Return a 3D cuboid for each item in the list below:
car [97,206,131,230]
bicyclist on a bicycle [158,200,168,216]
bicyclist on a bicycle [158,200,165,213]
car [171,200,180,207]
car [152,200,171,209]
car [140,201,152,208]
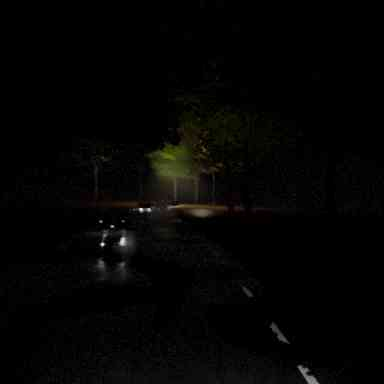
[{"bbox_3d":[-5.053,1.669,22.233,2.033,1.411,5.357,0,-1,-8],"label":"car"},{"bbox_3d":[-2.909,1.733,35.248,0.866,1.612,1.509,0,-1,-8],"label":"bicyclist on a bicycle"},{"bbox_3d":[-4.128,1.902,44.461,0.866,1.612,1.509,0,-1,-6],"label":"bicyclist on a bicycle"},{"bbox_3d":[-3.936,2.526,74.153,1.837,1.490,4.892,0,-1,11],"label":"car"},{"bbox_3d":[-5.396,2.307,59.300,1.994,1.385,4.181,0,-1,2],"label":"car"},{"bbox_3d":[-8.477,2.404,62.614,1.895,1.301,4.718,0,-1,4],"label":"car"}]
